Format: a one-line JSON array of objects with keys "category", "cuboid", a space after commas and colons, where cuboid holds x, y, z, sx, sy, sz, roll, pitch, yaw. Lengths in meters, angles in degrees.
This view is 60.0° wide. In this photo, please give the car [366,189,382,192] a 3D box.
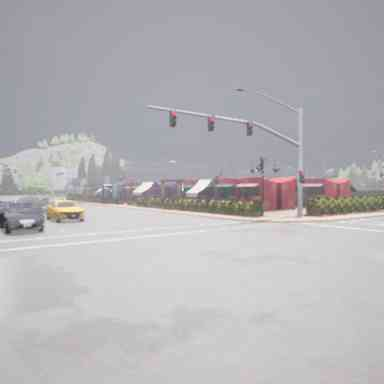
[{"category": "car", "cuboid": [33.130, 0.456, 61.719, 1.932, 1.855, 4.605, -1, 1, -34]}]

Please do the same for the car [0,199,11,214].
[{"category": "car", "cuboid": [-19.406, 1.416, 33.143, 1.994, 1.385, 4.181, -1, 1, -34]}]

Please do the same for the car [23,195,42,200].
[{"category": "car", "cuboid": [-14.771, 1.323, 32.548, 2.128, 1.511, 4.902, -1, 1, -34]}]

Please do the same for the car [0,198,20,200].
[{"category": "car", "cuboid": [-14.694, 1.452, 26.201, 1.994, 1.385, 4.181, -1, 1, -35]}]

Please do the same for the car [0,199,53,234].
[{"category": "car", "cuboid": [-9.680, 1.418, 18.834, 2.128, 1.511, 4.902, -1, 1, -34]}]

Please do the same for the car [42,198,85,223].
[{"category": "car", "cuboid": [-9.465, 1.350, 24.741, 1.882, 1.535, 5.008, -1, 1, -34]}]

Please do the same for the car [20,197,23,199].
[{"category": "car", "cuboid": [-20.294, 1.315, 40.693, 1.812, 1.442, 4.674, -1, 1, -34]}]

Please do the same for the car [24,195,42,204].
[{"category": "car", "cuboid": [-27.901, 1.222, 58.265, 2.033, 1.411, 5.357, -1, 1, -34]}]
